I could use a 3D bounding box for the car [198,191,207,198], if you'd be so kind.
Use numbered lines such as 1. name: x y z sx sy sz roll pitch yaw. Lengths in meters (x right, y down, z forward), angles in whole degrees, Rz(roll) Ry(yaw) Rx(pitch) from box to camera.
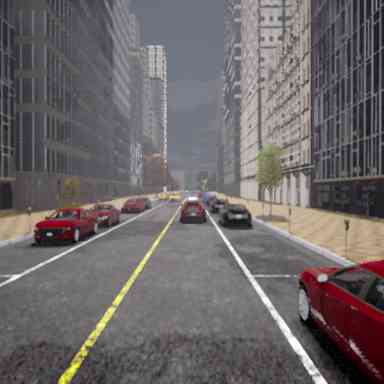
1. car: 2.695 0.592 89.506 2.192 1.841 5.009 0 1 0

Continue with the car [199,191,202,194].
1. car: 2.694 1.013 55.355 1.967 1.590 4.097 0 0 0

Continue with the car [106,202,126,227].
1. car: -5.688 1.426 21.212 1.802 1.307 4.206 0 0 0

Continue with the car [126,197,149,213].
1. car: -5.688 1.302 32.596 1.887 1.381 4.507 0 0 0

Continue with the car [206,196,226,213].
1. car: 2.692 1.322 32.588 1.947 1.339 4.313 0 0 0

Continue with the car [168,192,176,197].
1. car: -5.687 0.777 95.212 2.008 1.369 4.403 0 1 0

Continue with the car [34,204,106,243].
1. car: -5.688 1.432 15.518 1.887 1.381 4.507 0 0 0

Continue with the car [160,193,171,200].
1. car: -5.687 0.978 72.444 2.008 1.369 4.403 0 0 0

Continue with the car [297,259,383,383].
1. car: 2.692 1.515 4.127 1.887 1.381 4.507 0 0 0

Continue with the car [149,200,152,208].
1. car: -5.688 1.278 38.288 1.947 1.339 4.313 0 0 0

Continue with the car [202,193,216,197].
1. car: 2.693 1.232 43.972 1.947 1.339 4.313 0 0 0

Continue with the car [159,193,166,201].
1. car: -5.687 1.004 66.580 1.752 1.417 4.829 0 0 0

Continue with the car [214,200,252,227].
1. car: 2.692 1.410 21.204 1.947 1.339 4.313 0 0 0

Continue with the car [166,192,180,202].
1. car: -3.047 1.019 59.234 1.882 1.535 5.008 0 0 1

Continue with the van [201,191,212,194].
1. van: 2.694 0.961 49.664 1.690 1.788 3.998 0 0 0

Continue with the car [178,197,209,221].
1. car: 0.100 1.340 25.006 1.812 1.442 4.674 0 0 0

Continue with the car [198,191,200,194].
1. car: 2.695 0.693 78.122 2.192 1.841 5.009 0 1 0

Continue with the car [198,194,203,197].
1. car: 0.100 1.282 42.115 1.895 1.301 4.718 0 0 0
